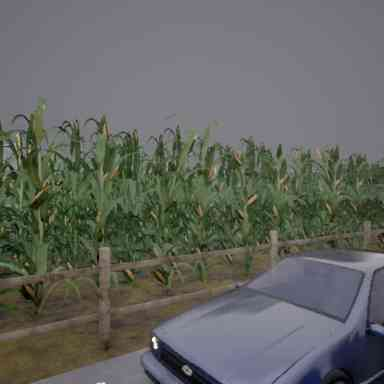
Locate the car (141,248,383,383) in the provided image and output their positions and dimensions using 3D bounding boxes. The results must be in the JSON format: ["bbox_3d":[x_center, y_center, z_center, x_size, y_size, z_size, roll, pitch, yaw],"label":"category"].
[{"bbox_3d":[2.058,1.548,4.539,5.357,1.411,2.033,0,0,-35],"label":"car"}]
